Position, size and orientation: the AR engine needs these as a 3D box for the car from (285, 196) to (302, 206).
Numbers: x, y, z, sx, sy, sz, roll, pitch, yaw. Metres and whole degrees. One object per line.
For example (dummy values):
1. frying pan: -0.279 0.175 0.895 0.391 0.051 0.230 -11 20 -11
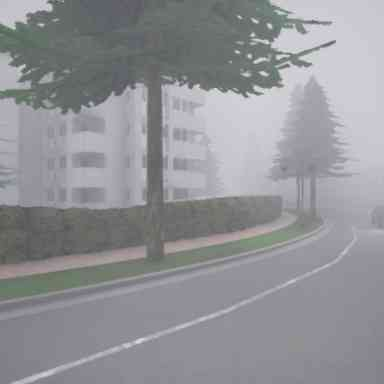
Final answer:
1. car: 18.868 1.623 61.880 2.097 1.767 4.553 0 0 2

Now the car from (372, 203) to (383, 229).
1. car: 13.151 1.572 21.994 1.837 1.490 4.892 0 0 22
